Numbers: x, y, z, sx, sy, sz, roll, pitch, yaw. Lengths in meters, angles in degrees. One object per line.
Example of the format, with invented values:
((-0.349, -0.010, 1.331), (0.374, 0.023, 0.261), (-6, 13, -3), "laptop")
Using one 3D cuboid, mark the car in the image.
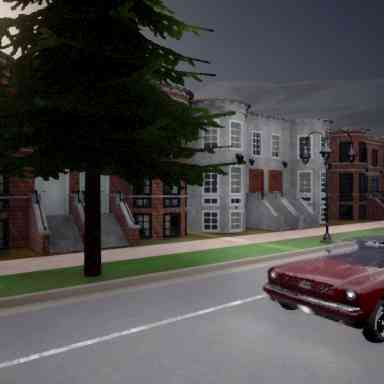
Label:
((3.627, 1.586, 6.591), (4.718, 1.301, 1.895), (1, -1, -35), "car")
